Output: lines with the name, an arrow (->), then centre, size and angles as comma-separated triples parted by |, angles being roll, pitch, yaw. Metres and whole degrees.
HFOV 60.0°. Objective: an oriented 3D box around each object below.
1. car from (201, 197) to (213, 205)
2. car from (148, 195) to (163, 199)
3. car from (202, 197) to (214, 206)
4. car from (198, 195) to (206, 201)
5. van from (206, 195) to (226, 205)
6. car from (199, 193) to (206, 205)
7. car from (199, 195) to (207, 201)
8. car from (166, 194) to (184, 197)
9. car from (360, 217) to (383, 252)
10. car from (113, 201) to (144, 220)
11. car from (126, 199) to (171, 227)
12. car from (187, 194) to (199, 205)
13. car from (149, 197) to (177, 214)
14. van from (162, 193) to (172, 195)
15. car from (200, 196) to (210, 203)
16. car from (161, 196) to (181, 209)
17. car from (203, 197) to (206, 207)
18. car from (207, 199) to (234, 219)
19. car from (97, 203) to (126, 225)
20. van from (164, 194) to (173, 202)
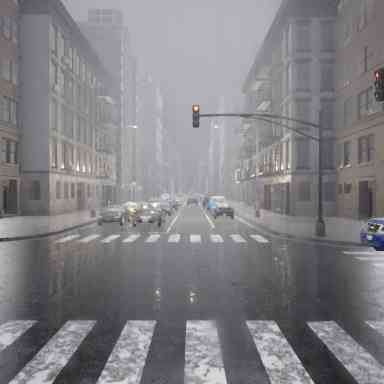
car -> 2.643, 1.546, 61.332 | 2.008, 1.369, 4.403 | 0, 0, 0
car -> -5.414, 1.436, 45.111 | 1.967, 1.590, 4.097 | 0, 0, 0
car -> 2.642, 1.562, 55.925 | 1.947, 1.339, 4.313 | 0, 0, 0
car -> 2.648, 1.560, 88.363 | 1.947, 1.339, 4.313 | 0, 0, 0
van -> 2.638, 1.338, 34.300 | 1.690, 1.788, 3.998 | 0, 0, 0
car -> 2.641, 1.311, 50.519 | 2.192, 1.841, 5.009 | 0, 0, 0
car -> 2.647, 1.539, 82.957 | 1.887, 1.381, 4.507 | 0, 0, 0
car -> -2.801, 1.473, 53.006 | 1.882, 1.535, 5.008 | 0, 0, 1
car -> 9.085, 1.277, 11.840 | 5.566, 2.045, 2.150 | 0, 0, 0
car -> -5.398, 1.523, 28.723 | 1.752, 1.417, 4.829 | 0, 0, 0
car -> -2.851, 1.489, 22.855 | 2.128, 1.511, 4.902 | 0, 0, 0
car -> 0.094, 1.501, 57.056 | 1.837, 1.490, 4.892 | 0, 0, 0
car -> -2.848, 1.544, 32.738 | 2.033, 1.411, 5.357 | 0, 0, 0
van -> -5.435, 1.336, 66.736 | 1.690, 1.788, 3.998 | 0, 0, 0
car -> 2.644, 1.521, 66.907 | 1.752, 1.417, 4.829 | 0, 0, 0
car -> -2.838, 1.560, 42.752 | 1.994, 1.385, 4.181 | 0, 0, 1
car -> 2.639, 1.578, 39.707 | 1.802, 1.307, 4.206 | 0, 0, 0
car -> 2.637, 1.548, 28.894 | 2.008, 1.369, 4.403 | 0, 0, 0
car -> -5.392, 1.549, 23.486 | 2.008, 1.369, 4.403 | 0, 0, 0
van -> -5.446, 1.336, 77.548 | 1.690, 1.788, 3.998 | 0, 0, 0
